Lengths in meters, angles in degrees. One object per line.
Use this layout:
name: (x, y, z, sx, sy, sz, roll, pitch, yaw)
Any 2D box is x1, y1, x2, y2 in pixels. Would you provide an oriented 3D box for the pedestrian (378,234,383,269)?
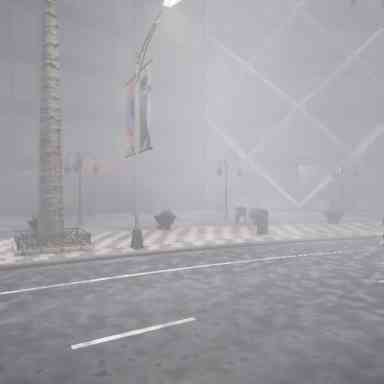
pedestrian: (5.570, 1.674, 9.446, 0.500, 1.100, 0.500, 0, 0, -23)
